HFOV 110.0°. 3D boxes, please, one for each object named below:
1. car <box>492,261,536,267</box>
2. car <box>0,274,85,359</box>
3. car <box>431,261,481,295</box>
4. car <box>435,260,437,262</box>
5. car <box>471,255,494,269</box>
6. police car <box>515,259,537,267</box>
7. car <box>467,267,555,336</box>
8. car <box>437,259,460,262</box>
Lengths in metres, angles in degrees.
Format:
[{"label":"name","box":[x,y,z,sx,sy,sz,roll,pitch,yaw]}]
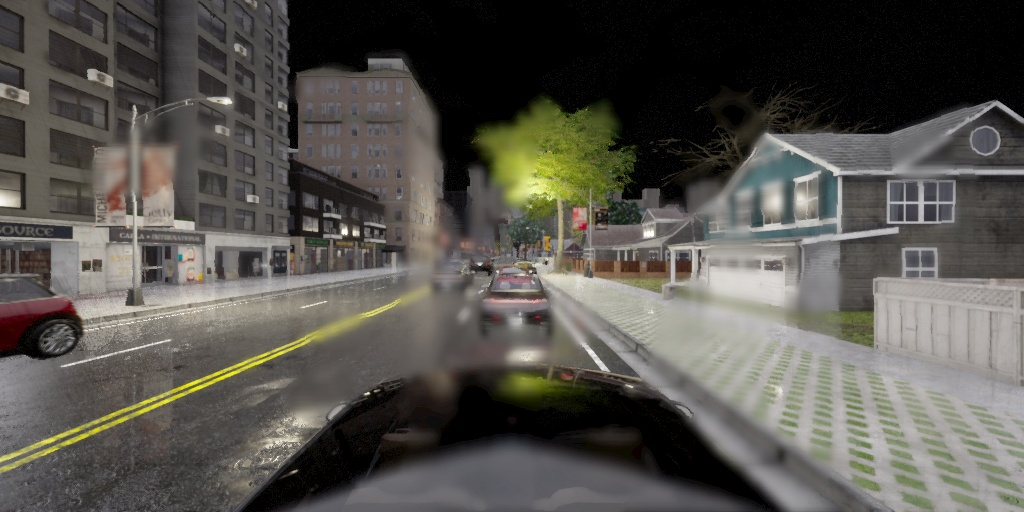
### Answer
[{"label":"car","box":[0.124,1.219,19.869,1.882,1.535,5.008,0,0,0]},{"label":"car","box":[-9.845,1.102,5.353,2.097,1.767,4.553,0,0,0]},{"label":"car","box":[-3.125,1.231,19.712,2.128,1.511,4.902,0,0,0]},{"label":"car","box":[-9.787,1.206,49.816,1.837,1.490,4.892,0,1,0]},{"label":"car","box":[-3.105,0.941,37.416,2.150,2.045,5.566,0,0,0]},{"label":"police car","box":[1.011,1.155,29.598,1.930,1.638,5.238,0,0,0]},{"label":"car","box":[0.114,1.239,10.366,2.128,1.511,4.902,0,0,0]},{"label":"car","box":[-6.551,1.209,40.156,2.128,1.511,4.902,0,0,0]}]
